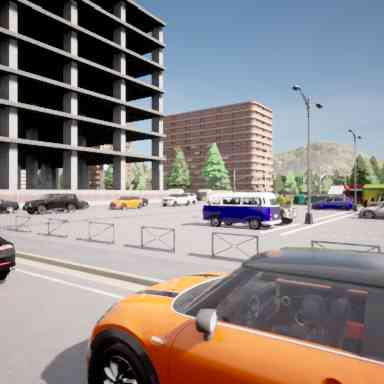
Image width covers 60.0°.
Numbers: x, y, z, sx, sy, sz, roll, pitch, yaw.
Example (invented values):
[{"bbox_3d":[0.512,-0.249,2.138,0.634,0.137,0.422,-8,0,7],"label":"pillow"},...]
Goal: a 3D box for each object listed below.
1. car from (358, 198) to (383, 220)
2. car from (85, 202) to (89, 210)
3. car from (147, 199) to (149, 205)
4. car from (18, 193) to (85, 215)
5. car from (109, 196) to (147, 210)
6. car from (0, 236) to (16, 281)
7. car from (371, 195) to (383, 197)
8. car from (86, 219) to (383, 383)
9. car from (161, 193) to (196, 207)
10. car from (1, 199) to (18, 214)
[{"bbox_3d":[14.613,1.395,24.802,3.806,1.475,1.970,0,0,36],"label":"car"},{"bbox_3d":[-14.414,1.506,39.852,1.994,1.385,4.181,0,0,35],"label":"car"},{"bbox_3d":[-8.390,1.434,48.379,2.128,1.511,4.902,0,0,35],"label":"car"},{"bbox_3d":[-14.250,1.164,34.009,2.150,2.045,5.566,0,0,35],"label":"car"},{"bbox_3d":[-8.373,1.294,42.337,2.097,1.767,4.553,0,0,35],"label":"car"},{"bbox_3d":[-6.477,1.491,8.564,4.902,1.511,2.128,0,0,35],"label":"car"},{"bbox_3d":[17.819,1.153,29.367,4.605,1.855,1.932,0,0,36],"label":"car"},{"bbox_3d":[1.036,1.352,3.250,4.553,1.767,2.097,0,0,35],"label":"car"},{"bbox_3d":[-2.296,1.164,50.921,2.150,2.045,5.566,0,0,35],"label":"car"},{"bbox_3d":[-19.556,1.433,32.578,2.128,1.511,4.902,0,0,36],"label":"car"}]
